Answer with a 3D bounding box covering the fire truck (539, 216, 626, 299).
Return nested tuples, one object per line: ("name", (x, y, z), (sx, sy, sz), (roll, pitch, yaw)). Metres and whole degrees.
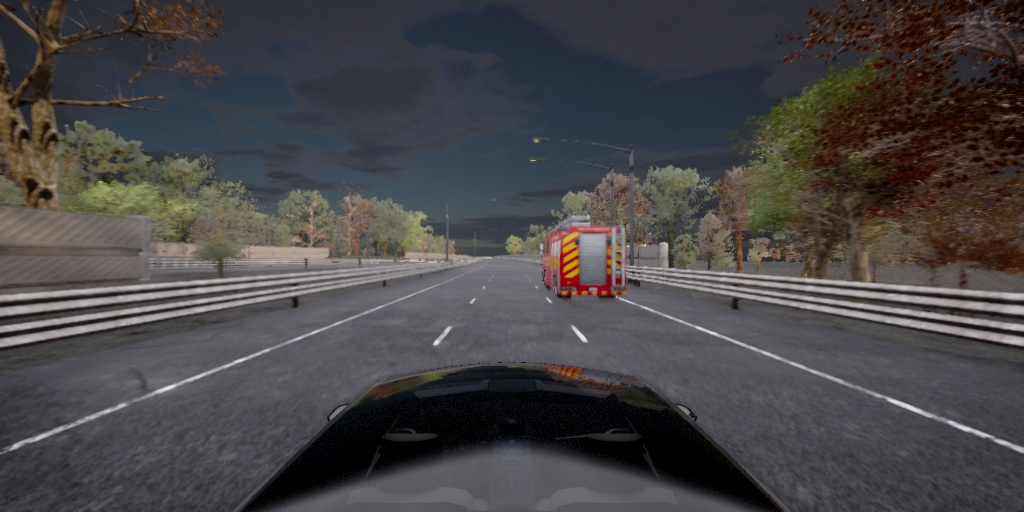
("fire truck", (3.456, 0.160, 19.481), (2.891, 3.827, 8.468), (0, 0, 0))
